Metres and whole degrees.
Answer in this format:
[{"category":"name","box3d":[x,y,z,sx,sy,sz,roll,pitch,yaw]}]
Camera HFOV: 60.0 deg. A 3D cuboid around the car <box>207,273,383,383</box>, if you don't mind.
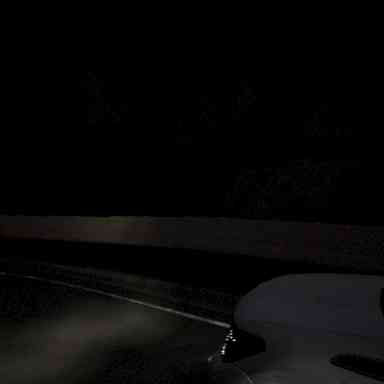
[{"category":"car","box3d":[2.784,1.221,1.988,5.566,2.045,2.150,0,0,36]}]
